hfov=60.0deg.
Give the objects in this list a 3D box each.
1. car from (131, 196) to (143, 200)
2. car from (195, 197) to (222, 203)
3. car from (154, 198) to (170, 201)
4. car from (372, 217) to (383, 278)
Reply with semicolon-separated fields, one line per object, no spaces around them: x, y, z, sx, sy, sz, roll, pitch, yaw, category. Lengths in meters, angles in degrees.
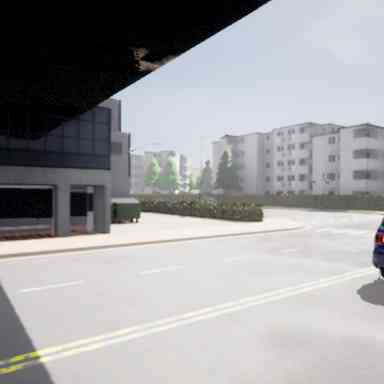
-10.791;1.479;61.342;2.097;1.767;4.553;0;0;-42;car
2.300;1.483;43.713;2.097;1.767;4.553;0;0;-36;car
-4.013;1.640;46.508;1.812;1.442;4.674;0;0;-36;car
6.974;1.274;8.753;5.566;2.045;2.150;0;0;-35;car
